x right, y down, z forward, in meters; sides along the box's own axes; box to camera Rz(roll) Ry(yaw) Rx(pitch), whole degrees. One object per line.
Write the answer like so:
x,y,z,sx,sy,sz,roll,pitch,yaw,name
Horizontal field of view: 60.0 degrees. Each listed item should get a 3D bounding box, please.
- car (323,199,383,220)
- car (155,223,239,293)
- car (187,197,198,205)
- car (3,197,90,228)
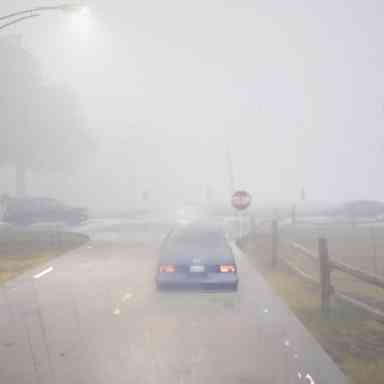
12.664,1.340,25.699,4.892,1.490,1.837,-1,1,0,car
0.095,1.549,8.999,2.033,1.411,5.357,0,0,0,car
0.087,1.666,60.330,1.994,1.385,4.181,0,0,0,car
-10.111,1.348,23.351,5.566,2.045,2.150,-1,1,-6,car
